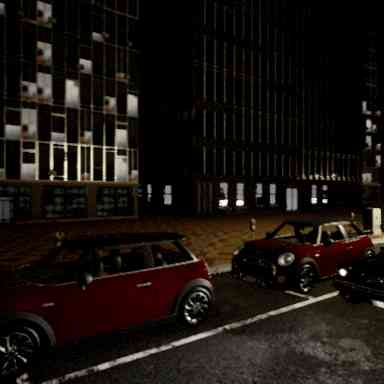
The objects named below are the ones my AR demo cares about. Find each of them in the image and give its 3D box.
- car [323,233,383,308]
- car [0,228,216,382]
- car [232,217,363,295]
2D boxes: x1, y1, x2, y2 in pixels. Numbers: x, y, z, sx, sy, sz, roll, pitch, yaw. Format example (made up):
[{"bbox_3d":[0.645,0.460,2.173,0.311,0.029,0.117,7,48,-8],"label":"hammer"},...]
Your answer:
[{"bbox_3d":[5.017,1.604,6.957,4.718,1.301,1.895,0,0,-36],"label":"car"},{"bbox_3d":[-1.659,1.441,5.376,4.097,1.590,1.967,0,0,-35],"label":"car"},{"bbox_3d":[2.956,1.443,8.667,4.097,1.590,1.967,0,0,-35],"label":"car"}]
